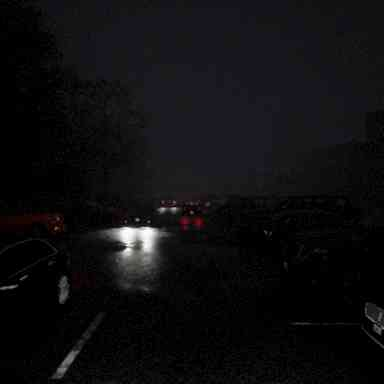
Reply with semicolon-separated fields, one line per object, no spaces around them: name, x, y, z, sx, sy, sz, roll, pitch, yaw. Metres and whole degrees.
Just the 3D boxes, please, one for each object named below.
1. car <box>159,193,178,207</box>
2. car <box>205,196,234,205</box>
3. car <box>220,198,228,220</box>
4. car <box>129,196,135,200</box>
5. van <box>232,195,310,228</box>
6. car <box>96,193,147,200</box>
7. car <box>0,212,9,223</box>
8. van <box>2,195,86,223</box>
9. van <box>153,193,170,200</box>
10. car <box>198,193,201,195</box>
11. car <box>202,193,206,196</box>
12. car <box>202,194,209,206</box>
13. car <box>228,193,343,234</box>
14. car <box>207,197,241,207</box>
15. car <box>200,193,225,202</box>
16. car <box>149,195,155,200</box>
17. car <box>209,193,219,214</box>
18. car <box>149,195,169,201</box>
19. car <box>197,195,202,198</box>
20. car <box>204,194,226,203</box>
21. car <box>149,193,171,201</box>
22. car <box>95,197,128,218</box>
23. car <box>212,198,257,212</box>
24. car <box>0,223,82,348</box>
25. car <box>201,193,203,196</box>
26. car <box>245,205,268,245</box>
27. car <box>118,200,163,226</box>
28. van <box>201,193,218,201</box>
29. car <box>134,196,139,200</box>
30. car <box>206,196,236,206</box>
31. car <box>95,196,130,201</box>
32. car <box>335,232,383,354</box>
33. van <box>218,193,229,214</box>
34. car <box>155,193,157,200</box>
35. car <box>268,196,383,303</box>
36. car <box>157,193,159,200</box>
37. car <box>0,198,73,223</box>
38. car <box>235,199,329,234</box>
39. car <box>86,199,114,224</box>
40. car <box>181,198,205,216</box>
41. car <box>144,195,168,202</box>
car;-3.290;1.343;48.875;2.097;1.767;4.553;0;0;0
car;4.720;1.485;57.420;4.792;1.488;2.163;0;0;0
car;4.748;1.404;23.784;4.892;1.521;2.231;0;0;0
car;-8.320;1.434;32.040;4.792;1.488;2.163;0;0;0
van;4.861;1.178;20.980;4.442;1.987;1.878;0;0;0
car;-8.330;1.155;37.608;5.566;2.045;2.435;0;0;0
car;-8.333;1.463;9.763;4.674;1.452;2.002;0;0;0
van;-8.449;1.180;18.111;4.442;1.987;1.878;0;0;0
van;-8.561;1.344;93.279;4.442;1.987;1.878;0;0;0
car;4.693;1.257;74.241;5.566;2.045;2.435;0;0;0
car;4.692;1.464;60.224;5.008;1.535;2.097;0;0;0
car;4.523;1.417;46.207;5.366;1.575;1.946;0;0;0
car;4.720;1.156;15.375;5.566;2.045;2.435;0;0;0
car;4.675;1.459;49.010;4.792;1.488;2.163;0;0;0
car;4.689;1.265;77.044;5.566;2.045;2.435;0;0;0
car;-8.342;1.171;45.964;5.566;2.045;2.435;0;0;0
car;4.702;1.151;32.194;5.566;2.045;2.435;0;0;0
car;-8.403;1.573;84.952;4.792;1.488;2.163;0;0;0
car;-0.001;1.484;44.222;2.033;1.411;5.357;0;0;0
car;4.705;1.365;68.634;4.553;1.767;2.185;0;0;0
car;-8.465;1.301;87.728;5.566;2.045;2.435;0;0;0
car;-8.155;1.402;26.469;5.366;1.575;1.946;0;0;0
car;4.751;1.434;37.799;4.792;1.488;2.163;0;0;0
car;-3.349;1.472;4.963;1.837;1.490;4.892;0;0;0
car;4.647;1.356;65.830;4.553;1.767;2.185;0;0;0
car;4.743;1.413;12.570;4.892;1.521;2.231;0;0;0
car;-3.338;1.489;22.241;1.994;1.385;4.181;0;0;0
van;4.526;1.326;88.257;4.442;1.987;1.878;0;0;0
car;-8.382;1.434;34.825;4.792;1.488;2.163;0;0;0
car;4.725;1.476;54.617;4.792;1.488;2.163;0;0;0
car;-8.339;1.405;29.255;5.008;1.535;2.097;0;0;0
car;4.753;1.449;4.165;4.892;1.521;2.231;0;0;0
van;4.622;1.177;26.587;4.442;1.987;1.878;0;0;0
car;-8.347;1.179;48.625;5.566;2.045;2.435;0;0;0
car;4.720;1.181;6.965;5.566;2.045;2.435;0;0;0
car;-8.420;1.510;73.848;4.892;1.521;2.231;0;0;0
car;-8.300;1.283;15.331;4.553;1.767;2.185;0;0;0
car;4.779;1.278;18.176;4.553;1.767;2.185;0;0;0
car;-8.335;1.445;23.683;4.674;1.452;2.002;0;0;0
car;-0.007;1.525;31.420;1.895;1.301;4.718;0;0;0
car;-8.233;1.515;76.625;5.366;1.575;1.946;0;0;0
